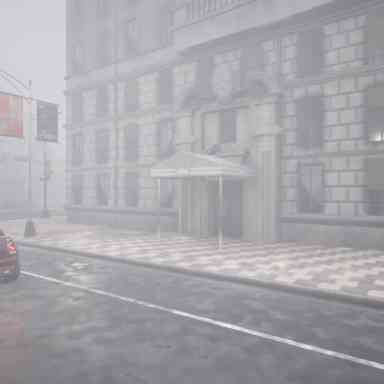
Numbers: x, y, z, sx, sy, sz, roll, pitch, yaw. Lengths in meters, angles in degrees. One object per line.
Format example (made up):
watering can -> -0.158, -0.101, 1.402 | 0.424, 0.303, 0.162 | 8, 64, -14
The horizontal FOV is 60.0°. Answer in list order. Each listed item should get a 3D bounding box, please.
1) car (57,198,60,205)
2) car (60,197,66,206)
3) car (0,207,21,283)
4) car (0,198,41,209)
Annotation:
car -> -18.728, 1.221, 53.303 | 2.150, 2.045, 5.566 | 0, 0, 36
car -> -16.731, 1.478, 50.082 | 1.882, 1.535, 5.008 | 0, 0, 36
car -> -6.408, 1.352, 8.449 | 4.553, 1.767, 2.097 | 0, 0, 35
car -> -21.838, 1.564, 42.930 | 1.994, 1.385, 4.181 | 0, 0, 35
